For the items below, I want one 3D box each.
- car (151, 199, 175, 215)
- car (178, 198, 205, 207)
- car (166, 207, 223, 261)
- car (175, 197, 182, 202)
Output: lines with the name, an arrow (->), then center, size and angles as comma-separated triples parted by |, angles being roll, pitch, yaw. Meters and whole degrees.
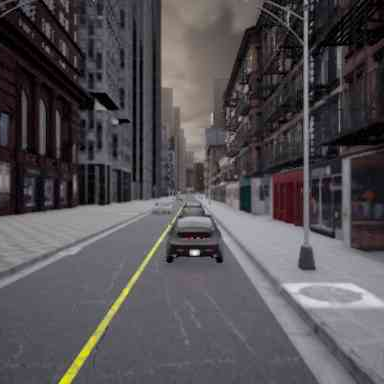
car -> -3.102, 1.671, 34.737 | 1.895, 1.301, 4.718 | 0, 0, 0
car -> 0.089, 1.546, 29.001 | 2.128, 1.511, 4.902 | 0, 0, 0
car -> 0.089, 1.528, 12.275 | 1.837, 1.490, 4.892 | 0, 0, 0
car -> -3.010, 1.698, 76.037 | 1.895, 1.301, 4.718 | 0, 0, 0
